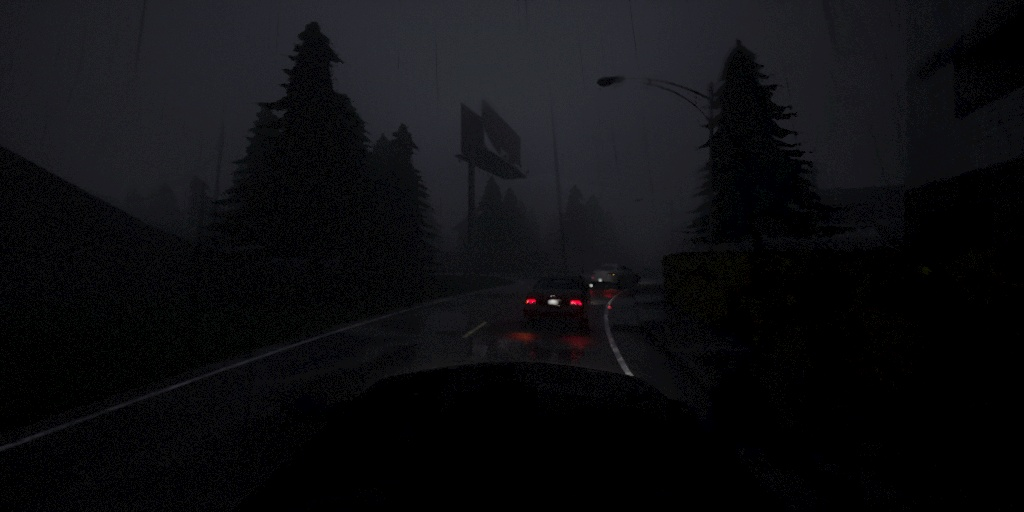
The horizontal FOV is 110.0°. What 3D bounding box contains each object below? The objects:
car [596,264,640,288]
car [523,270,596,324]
[{"bbox_3d":[6.815,1.226,23.688,1.812,1.442,4.674,0,0,38],"label":"car"},{"bbox_3d":[1.680,1.277,12.043,2.033,1.411,5.357,0,0,13],"label":"car"}]
